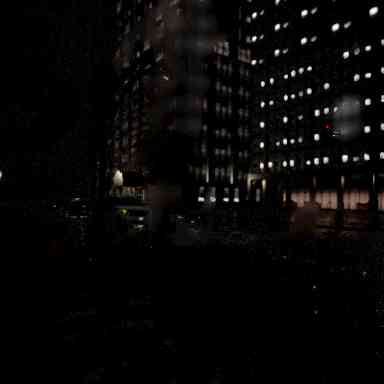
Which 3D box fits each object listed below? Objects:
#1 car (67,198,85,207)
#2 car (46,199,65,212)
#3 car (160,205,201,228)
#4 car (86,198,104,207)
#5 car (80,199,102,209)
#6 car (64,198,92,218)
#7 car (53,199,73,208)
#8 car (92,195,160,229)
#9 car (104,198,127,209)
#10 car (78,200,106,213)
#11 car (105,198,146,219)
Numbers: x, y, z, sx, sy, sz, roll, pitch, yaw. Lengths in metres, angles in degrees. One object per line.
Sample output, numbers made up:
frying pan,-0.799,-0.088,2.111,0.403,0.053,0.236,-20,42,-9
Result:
car,-20.294,1.776,58.088,1.994,1.385,4.181,2,-1,-33
car,-16.004,1.569,39.582,1.812,1.442,4.674,2,-1,-33
car,-1.237,1.627,23.017,1.812,1.442,4.674,2,-1,-33
car,-17.579,1.815,59.874,1.812,1.442,4.674,2,-1,-33
car,-15.405,1.807,50.665,1.895,1.301,4.718,2,-1,-33
car,-9.855,1.539,30.211,1.837,1.490,4.892,2,-1,-33
car,-20.245,1.740,52.099,1.895,1.301,4.718,2,-1,-33
car,-4.534,1.247,22.129,2.150,2.045,5.566,2,-1,-33
car,-11.854,1.787,51.169,1.837,1.490,4.892,2,-1,-33
car,-11.782,1.682,39.063,1.994,1.385,4.181,2,-1,-34
car,-6.197,1.461,30.570,2.097,1.767,4.553,2,-1,-33
